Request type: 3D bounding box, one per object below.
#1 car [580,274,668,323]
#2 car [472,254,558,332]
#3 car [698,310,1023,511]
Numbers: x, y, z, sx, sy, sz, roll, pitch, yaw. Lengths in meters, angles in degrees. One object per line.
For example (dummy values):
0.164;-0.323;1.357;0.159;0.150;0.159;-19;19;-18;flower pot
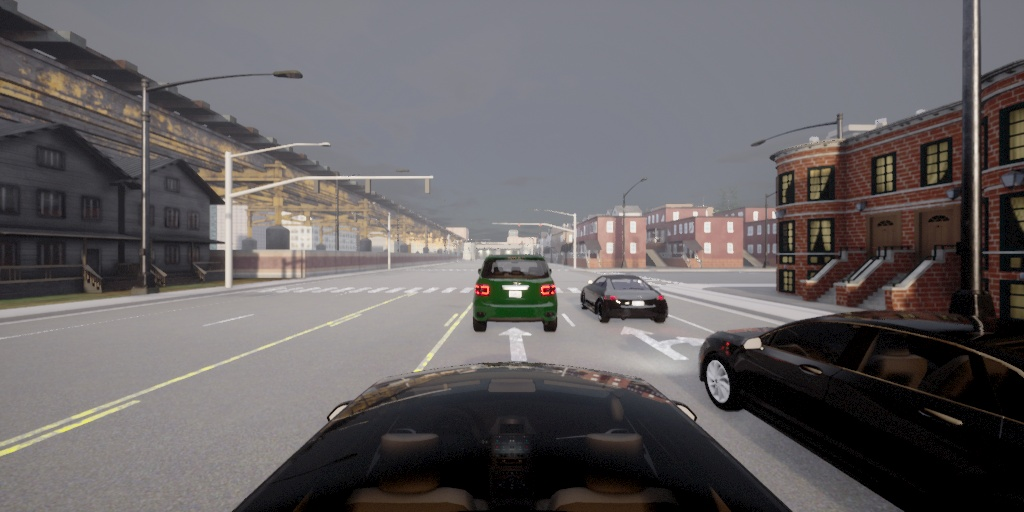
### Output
3.589;1.309;12.142;1.994;1.385;4.181;0;0;1;car
0.089;0.967;10.973;2.150;2.045;5.566;0;0;0;car
3.600;1.254;3.229;1.837;1.490;4.892;0;0;0;car
